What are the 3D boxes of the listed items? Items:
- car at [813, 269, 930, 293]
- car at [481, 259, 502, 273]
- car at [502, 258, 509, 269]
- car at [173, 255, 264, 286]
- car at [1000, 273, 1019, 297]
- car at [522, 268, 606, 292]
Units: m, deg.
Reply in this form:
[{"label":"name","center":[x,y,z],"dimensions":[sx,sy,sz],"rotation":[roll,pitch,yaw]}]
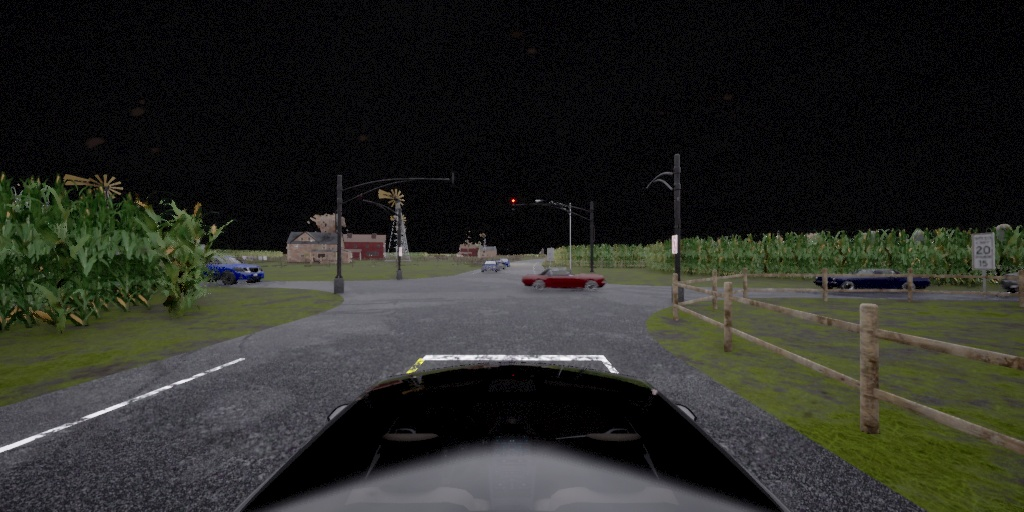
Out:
[{"label":"car","center":[20.381,1.401,20.577],"dimensions":[4.718,1.301,1.895],"rotation":[0,-1,9]},{"label":"car","center":[-2.595,1.271,43.910],"dimensions":[1.812,1.442,4.674],"rotation":[0,0,3]},{"label":"car","center":[-2.065,1.303,53.917],"dimensions":[1.994,1.385,4.181],"rotation":[0,0,5]},{"label":"car","center":[-20.236,0.932,24.765],"dimensions":[5.566,2.045,2.150],"rotation":[0,-1,6]},{"label":"car","center":[26.234,1.263,16.594],"dimensions":[4.902,1.511,2.128],"rotation":[0,-1,10]},{"label":"car","center":[3.004,1.347,20.804],"dimensions":[4.718,1.301,1.895],"rotation":[0,0,10]}]
